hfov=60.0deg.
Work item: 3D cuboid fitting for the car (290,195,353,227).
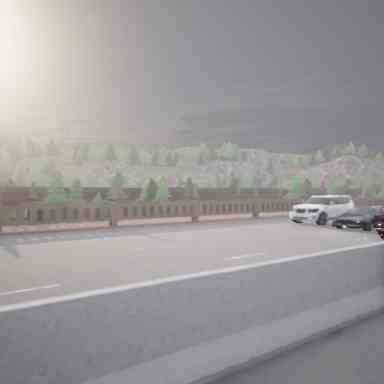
[{"bbox_3d":[9.364,1.237,23.571,5.566,2.045,2.150,0,0,-36],"label":"car"}]

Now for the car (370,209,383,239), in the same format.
[{"bbox_3d":[10.853,1.612,16.036,4.718,1.301,1.895,0,0,-35],"label":"car"}]

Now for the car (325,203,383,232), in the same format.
[{"bbox_3d":[10.746,1.560,20.260,5.357,1.411,2.033,0,0,-36],"label":"car"}]
